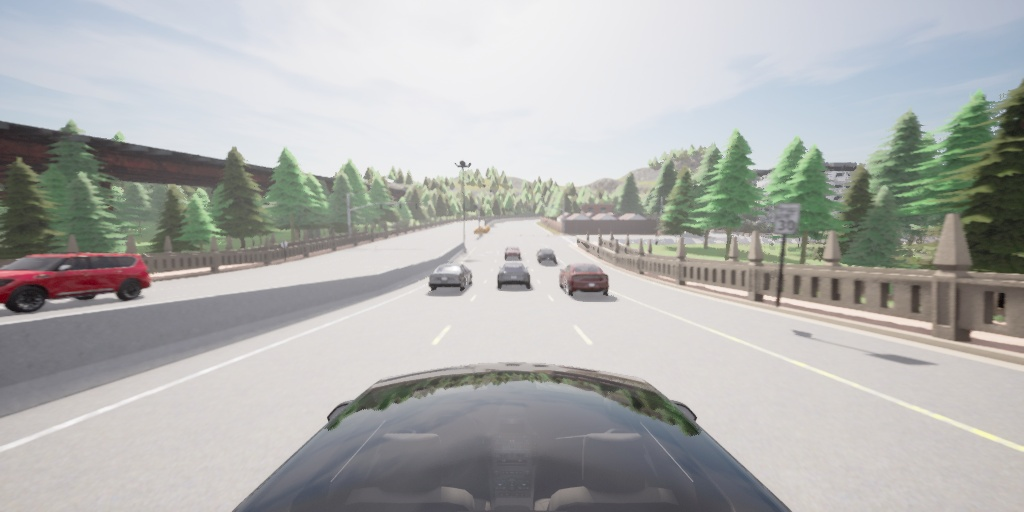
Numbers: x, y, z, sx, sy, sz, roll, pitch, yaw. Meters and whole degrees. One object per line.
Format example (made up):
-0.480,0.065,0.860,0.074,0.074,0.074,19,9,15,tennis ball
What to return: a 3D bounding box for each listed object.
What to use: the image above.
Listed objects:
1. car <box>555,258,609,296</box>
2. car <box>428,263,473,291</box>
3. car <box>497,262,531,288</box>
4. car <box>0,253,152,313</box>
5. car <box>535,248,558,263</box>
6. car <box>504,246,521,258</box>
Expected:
3.604,1.089,18.639,1.882,1.535,5.008,0,1,0,car
-3.396,1.106,20.531,2.033,1.411,5.357,0,2,0,car
0.104,1.069,21.961,1.994,1.385,4.181,0,2,0,car
-17.495,0.896,13.971,2.150,2.045,5.566,0,0,0,car
3.573,-0.118,37.719,1.812,1.442,4.674,0,6,0,car
0.053,-0.529,41.903,1.895,1.301,4.718,0,7,0,car
